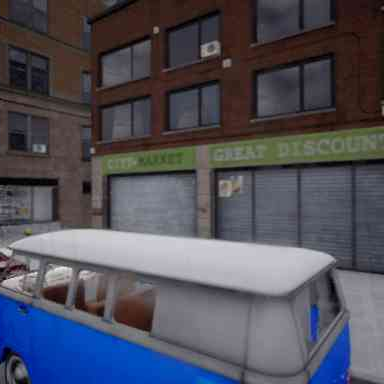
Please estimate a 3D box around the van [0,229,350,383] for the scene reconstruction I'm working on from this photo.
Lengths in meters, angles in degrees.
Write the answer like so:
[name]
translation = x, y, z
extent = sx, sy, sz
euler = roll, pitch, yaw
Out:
[van]
translation = -0.510, 1.360, 3.443
extent = 3.998, 1.788, 1.690
euler = -1, 0, 36
